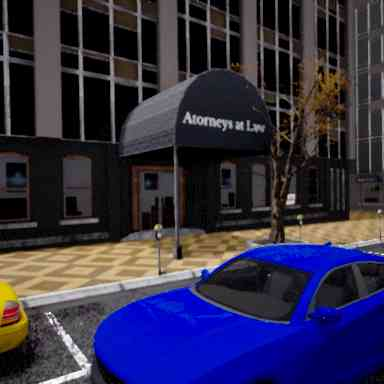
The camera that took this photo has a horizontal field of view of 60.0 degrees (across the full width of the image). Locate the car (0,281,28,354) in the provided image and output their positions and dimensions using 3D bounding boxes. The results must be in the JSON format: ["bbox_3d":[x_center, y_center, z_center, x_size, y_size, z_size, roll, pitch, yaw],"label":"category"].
[{"bbox_3d":[-4.429,1.530,3.438,4.829,1.417,1.752,0,-1,-35],"label":"car"}]

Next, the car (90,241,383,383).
[{"bbox_3d":[1.275,1.469,4.256,5.008,1.535,1.882,0,0,-35],"label":"car"}]
